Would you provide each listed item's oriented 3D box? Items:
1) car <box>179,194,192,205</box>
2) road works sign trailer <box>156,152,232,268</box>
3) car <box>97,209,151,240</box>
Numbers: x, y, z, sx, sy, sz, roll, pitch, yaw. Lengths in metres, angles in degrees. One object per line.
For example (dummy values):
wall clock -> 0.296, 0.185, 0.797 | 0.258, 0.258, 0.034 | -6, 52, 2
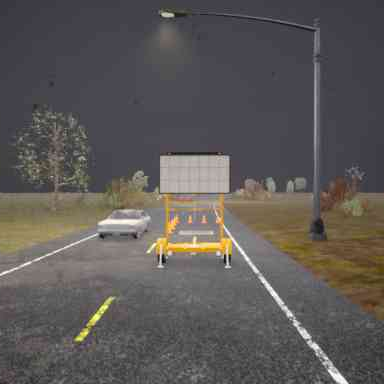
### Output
car -> -1.146, 1.207, 60.978 | 2.150, 2.045, 5.566 | 0, 0, 4
road works sign trailer -> 0.088, 0.463, 11.274 | 2.380, 3.560, 2.880 | 0, 0, 1
car -> -3.368, 1.599, 17.217 | 1.895, 1.301, 4.718 | 0, 0, 1
